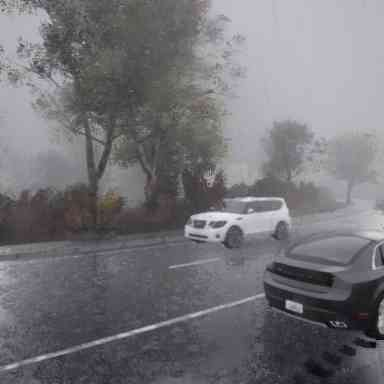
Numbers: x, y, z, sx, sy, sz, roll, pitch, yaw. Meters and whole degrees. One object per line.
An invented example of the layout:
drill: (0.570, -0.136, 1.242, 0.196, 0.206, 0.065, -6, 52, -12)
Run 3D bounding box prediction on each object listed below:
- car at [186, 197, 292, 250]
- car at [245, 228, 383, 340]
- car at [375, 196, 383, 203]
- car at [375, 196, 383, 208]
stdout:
car: (2.281, 1.254, 15.020, 5.566, 2.045, 2.150, 0, 0, -42)
car: (3.467, 1.517, 6.648, 4.892, 1.490, 1.837, 0, 0, -39)
car: (39.973, 1.617, 69.487, 1.895, 1.301, 4.718, 0, 0, 14)
car: (27.620, 1.392, 47.451, 2.097, 1.767, 4.553, 0, 0, 28)
